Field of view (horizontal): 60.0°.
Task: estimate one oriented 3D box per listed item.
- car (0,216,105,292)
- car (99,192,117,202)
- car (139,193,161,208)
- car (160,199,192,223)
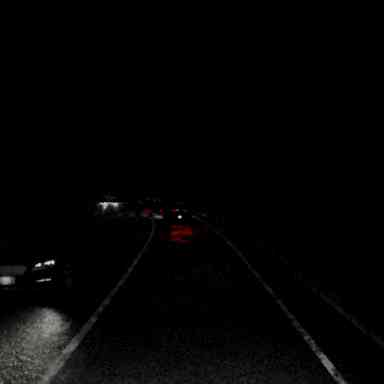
[{"bbox_3d":[-3.697,1.459,8.973,2.128,1.511,4.902,0,0,-1],"label":"car"},{"bbox_3d":[-12.551,0.742,49.772,1.812,1.442,4.674,1,2,-25],"label":"car"},{"bbox_3d":[-5.140,0.946,40.940,2.097,1.767,4.553,1,1,-18],"label":"car"},{"bbox_3d":[-1.121,1.364,24.257,1.837,1.490,4.892,1,1,-8],"label":"car"}]
